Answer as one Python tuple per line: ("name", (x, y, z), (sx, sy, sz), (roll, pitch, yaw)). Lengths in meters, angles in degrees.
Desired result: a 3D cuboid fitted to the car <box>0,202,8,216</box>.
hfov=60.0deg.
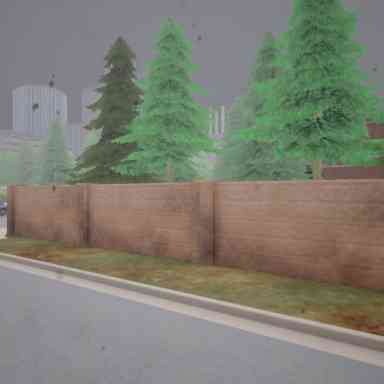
("car", (-17.472, 1.526, 33.034), (1.812, 1.442, 4.674), (0, 0, 35))
